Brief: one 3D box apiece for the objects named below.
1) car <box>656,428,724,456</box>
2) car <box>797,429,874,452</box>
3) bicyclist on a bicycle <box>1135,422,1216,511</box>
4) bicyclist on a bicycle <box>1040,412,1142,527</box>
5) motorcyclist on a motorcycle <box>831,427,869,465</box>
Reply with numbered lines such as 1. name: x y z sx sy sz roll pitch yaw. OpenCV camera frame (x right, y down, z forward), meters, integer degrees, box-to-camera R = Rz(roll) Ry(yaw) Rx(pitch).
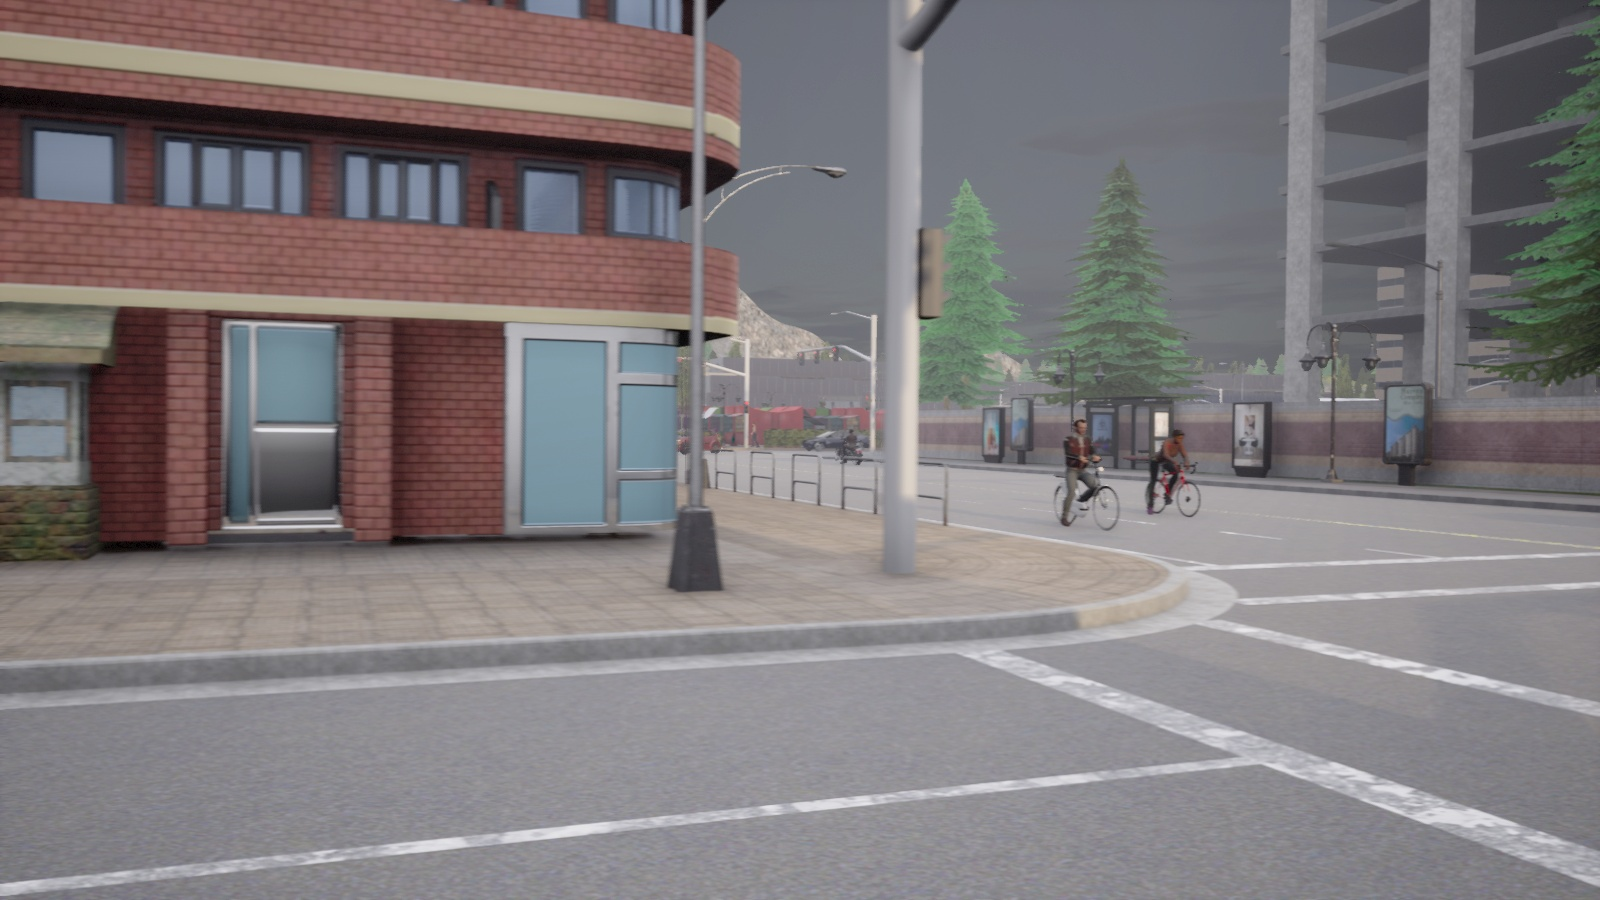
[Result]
1. car: -6.639 -0.476 75.925 1.851 1.617 3.988 0 1 38
2. car: 2.459 -0.688 86.299 4.792 1.488 2.163 -1 1 -21
3. bicyclist on a bicycle: 7.081 0.288 23.757 0.582 1.620 1.656 -1 1 -21
4. bicyclist on a bicycle: 4.671 0.288 20.281 0.659 1.776 1.843 -1 1 -21
5. motorcyclist on a motorcycle: 2.205 -0.184 55.830 0.766 1.649 2.350 -1 1 -21
